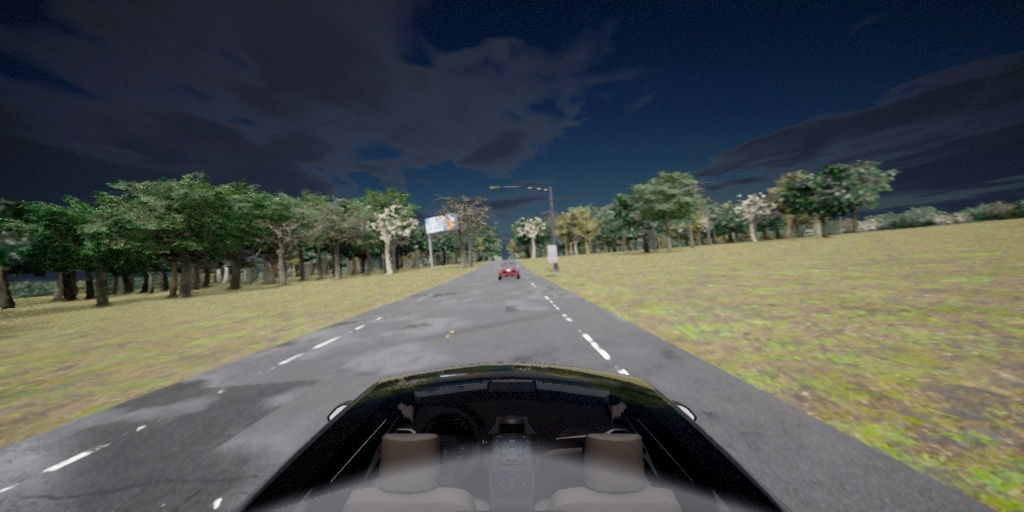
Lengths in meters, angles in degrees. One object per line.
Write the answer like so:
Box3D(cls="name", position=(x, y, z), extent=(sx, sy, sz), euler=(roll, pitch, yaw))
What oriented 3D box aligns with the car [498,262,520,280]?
Box3D(cls="car", position=(-0.318, 1.414, 36.352), extent=(2.097, 1.767, 4.553), euler=(-4, 0, 0))
